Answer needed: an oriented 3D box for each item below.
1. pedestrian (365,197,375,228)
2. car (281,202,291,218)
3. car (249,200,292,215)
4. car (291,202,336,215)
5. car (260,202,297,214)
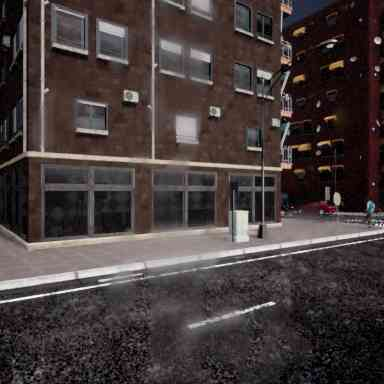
[{"bbox_3d":[10.139,1.144,18.949,0.375,1.860,0.375,0,0,-36],"label":"pedestrian"},{"bbox_3d":[7.205,1.862,32.719,1.802,1.307,4.206,-1,0,-36],"label":"car"},{"bbox_3d":[9.236,1.819,39.686,1.882,1.535,5.008,0,-1,-35],"label":"car"},{"bbox_3d":[13.970,1.828,37.607,1.887,1.381,4.507,-1,0,-36],"label":"car"},{"bbox_3d":[10.853,1.920,41.920,1.947,1.339,4.313,-1,0,-36],"label":"car"}]
